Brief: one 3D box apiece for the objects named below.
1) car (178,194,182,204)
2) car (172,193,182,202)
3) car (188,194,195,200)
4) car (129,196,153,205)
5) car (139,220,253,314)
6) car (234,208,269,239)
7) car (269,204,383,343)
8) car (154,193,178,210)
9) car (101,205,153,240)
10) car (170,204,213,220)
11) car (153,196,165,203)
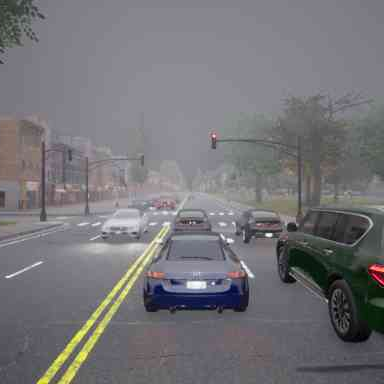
[{"bbox_3d":[-3.457,1.207,59.908,2.150,2.045,5.566,0,1,-1],"label":"car"},{"bbox_3d":[-3.409,1.201,75.385,2.097,1.767,4.553,0,0,0],"label":"car"},{"bbox_3d":[-0.179,1.304,84.357,2.128,1.511,4.902,0,0,0],"label":"car"},{"bbox_3d":[-6.688,1.469,42.600,2.097,1.767,4.553,0,0,0],"label":"car"},{"bbox_3d":[0.064,1.583,7.746,1.994,1.385,4.181,0,0,0],"label":"car"},{"bbox_3d":[3.260,1.581,16.462,1.837,1.490,4.892,0,0,0],"label":"car"},{"bbox_3d":[3.313,1.235,6.600,2.150,2.045,5.566,0,0,0],"label":"car"},{"bbox_3d":[-3.450,1.329,44.883,2.150,2.045,5.566,0,0,0],"label":"car"},{"bbox_3d":[-3.386,1.609,17.590,1.812,1.442,4.674,0,0,0],"label":"car"},{"bbox_3d":[0.006,1.582,16.633,1.837,1.490,4.892,0,0,1],"label":"car"},{"bbox_3d":[-6.658,1.471,67.541,2.033,1.411,5.357,0,0,0],"label":"car"}]
